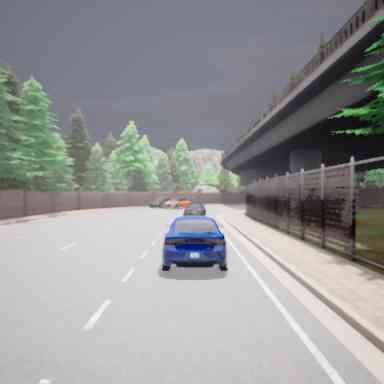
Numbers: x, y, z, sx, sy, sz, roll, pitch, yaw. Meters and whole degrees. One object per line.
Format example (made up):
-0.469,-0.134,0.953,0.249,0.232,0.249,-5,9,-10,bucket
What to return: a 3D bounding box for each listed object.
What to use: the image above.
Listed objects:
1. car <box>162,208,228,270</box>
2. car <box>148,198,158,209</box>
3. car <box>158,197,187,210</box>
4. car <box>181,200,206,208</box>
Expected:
0.084,1.528,11.278,1.882,1.535,5.008,0,0,0,car
-4.552,1.573,49.584,2.097,1.767,4.553,0,0,33,car
-2.233,1.561,46.686,2.097,1.767,4.553,0,0,31,car
0.353,1.703,31.076,1.994,1.385,4.181,0,0,4,car
